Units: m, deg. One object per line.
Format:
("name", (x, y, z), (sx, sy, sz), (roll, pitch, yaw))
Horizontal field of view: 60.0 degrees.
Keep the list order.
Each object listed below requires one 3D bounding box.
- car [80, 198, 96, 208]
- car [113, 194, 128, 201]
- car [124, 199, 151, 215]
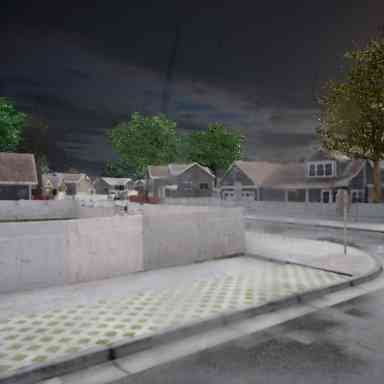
("car", (-15.471, 1.610, 49.290), (1.895, 1.301, 4.718), (0, 0, -25))
("car", (-19.877, 1.464, 91.219), (2.097, 1.767, 4.553), (0, 0, 7))
("car", (-4.570, 1.609, 31.419), (1.895, 1.301, 4.718), (1, 0, -35))
